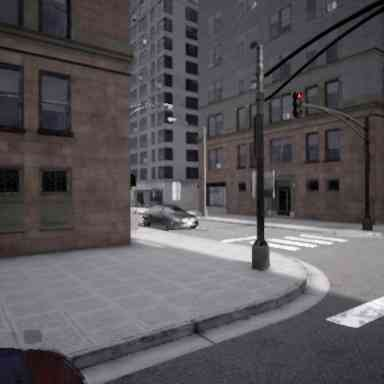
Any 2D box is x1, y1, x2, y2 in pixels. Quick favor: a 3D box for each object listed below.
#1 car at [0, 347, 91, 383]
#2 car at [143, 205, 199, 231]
[{"bbox_3d":[-2.364,1.574,1.258,4.181,1.385,1.994,0,0,-36],"label":"car"},{"bbox_3d":[-1.470,1.533,20.803,1.812,1.442,4.674,0,0,-35],"label":"car"}]
